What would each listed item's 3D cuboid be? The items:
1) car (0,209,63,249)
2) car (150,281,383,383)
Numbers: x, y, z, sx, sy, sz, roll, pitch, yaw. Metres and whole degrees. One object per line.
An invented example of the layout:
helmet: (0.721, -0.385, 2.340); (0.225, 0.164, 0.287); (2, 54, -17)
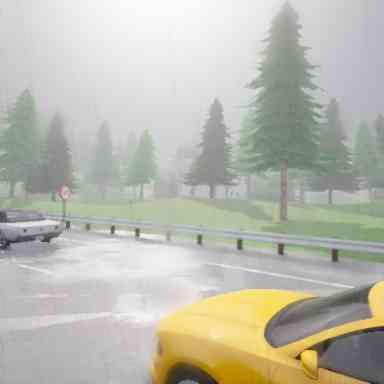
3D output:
car: (-7.289, 1.303, 13.033); (4.718, 1.301, 1.895); (1, 1, 32)
car: (1.881, 1.479, 2.561); (5.008, 1.535, 1.882); (1, 1, 36)
